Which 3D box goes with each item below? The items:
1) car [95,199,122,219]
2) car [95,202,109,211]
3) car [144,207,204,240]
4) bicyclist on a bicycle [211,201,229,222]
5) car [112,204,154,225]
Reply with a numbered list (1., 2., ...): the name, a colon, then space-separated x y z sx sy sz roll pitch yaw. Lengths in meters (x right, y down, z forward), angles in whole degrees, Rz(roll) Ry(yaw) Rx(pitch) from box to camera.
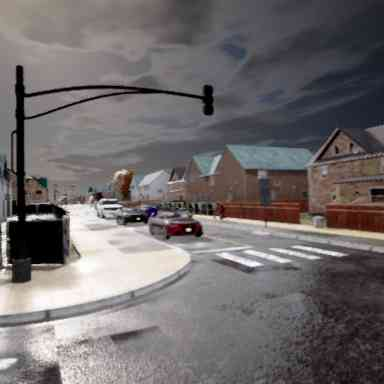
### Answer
1. car: -9.168 1.807 37.058 2.150 2.045 5.566 -1 -1 -24
2. car: -16.903 2.672 62.077 1.812 1.442 4.674 -1 -1 -24
3. car: -0.965 1.728 18.287 1.994 1.385 4.181 -1 -1 -24
4. bicyclist on a bicycle: 2.164 1.512 25.759 1.656 1.620 0.582 -1 -1 -24
5. car: -4.956 1.927 27.391 1.994 1.385 4.181 -1 -1 -25
